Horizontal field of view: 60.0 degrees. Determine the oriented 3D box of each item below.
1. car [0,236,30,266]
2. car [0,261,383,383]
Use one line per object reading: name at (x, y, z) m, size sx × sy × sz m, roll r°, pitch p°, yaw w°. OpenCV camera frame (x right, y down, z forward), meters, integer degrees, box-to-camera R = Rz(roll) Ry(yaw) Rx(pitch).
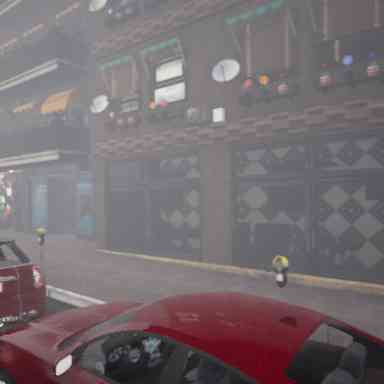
car at (-4.448, 1.420, 5.933) m, size 4.097 × 1.590 × 1.967 m, roll 0°, pitch -1°, yaw 36°
car at (0.048, 1.541, 2.710) m, size 4.507 × 1.381 × 1.887 m, roll 0°, pitch -1°, yaw 36°
